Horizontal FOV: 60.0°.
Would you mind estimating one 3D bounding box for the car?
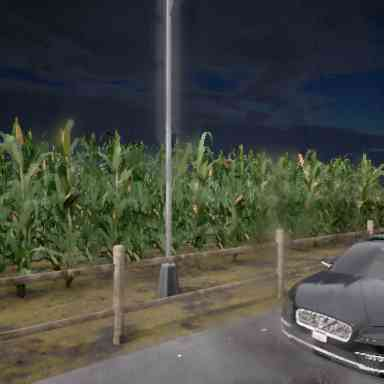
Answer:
[{"bbox_3d":[3.530,1.506,5.463,4.892,1.490,1.837,0,0,-35],"label":"car"}]
